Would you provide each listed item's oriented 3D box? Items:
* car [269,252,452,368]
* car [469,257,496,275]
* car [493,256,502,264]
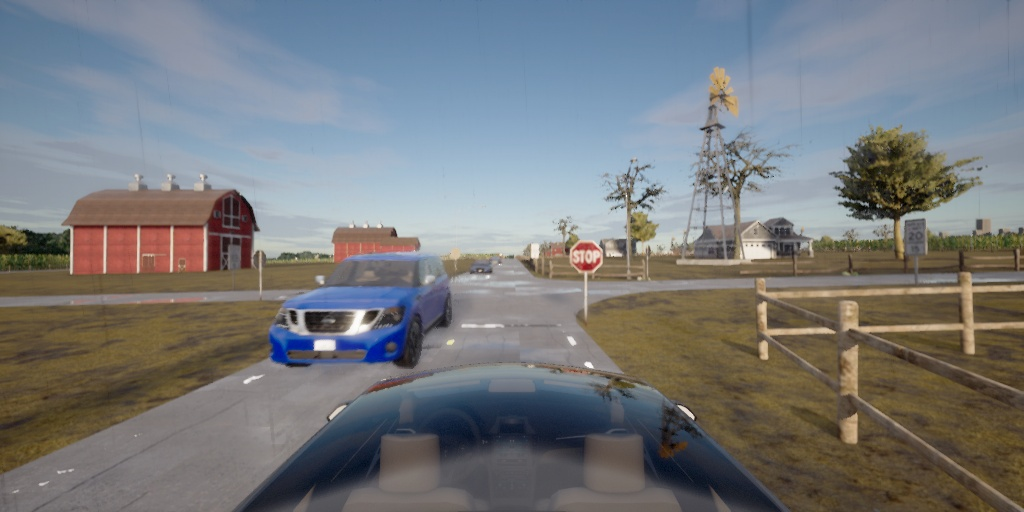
[{"bbox_3d":[-2.758,0.940,8.044,2.150,2.045,5.566,0,1,0],"label":"car"},{"bbox_3d":[-2.787,1.061,33.362,1.994,1.385,4.181,0,1,0],"label":"car"},{"bbox_3d":[-2.821,0.756,63.062,1.812,1.442,4.674,0,2,0],"label":"car"}]
